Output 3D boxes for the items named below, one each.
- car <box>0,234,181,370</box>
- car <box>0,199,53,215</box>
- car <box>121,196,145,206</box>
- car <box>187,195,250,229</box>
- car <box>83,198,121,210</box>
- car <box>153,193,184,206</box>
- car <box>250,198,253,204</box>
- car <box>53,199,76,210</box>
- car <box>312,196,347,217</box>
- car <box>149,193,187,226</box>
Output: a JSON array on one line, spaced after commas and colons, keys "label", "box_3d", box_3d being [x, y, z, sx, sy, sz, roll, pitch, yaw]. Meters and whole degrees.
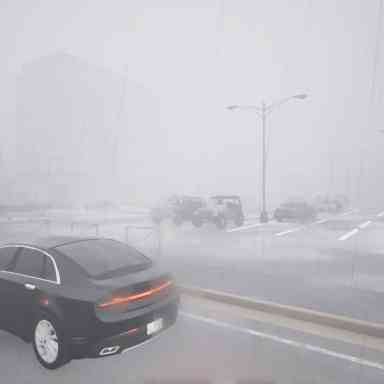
[{"label": "car", "box_3d": [-2.454, 1.505, 5.750, 4.892, 1.490, 1.837, 0, 0, 36]}, {"label": "car", "box_3d": [-17.502, 1.601, 34.752, 1.895, 1.301, 4.718, 0, 0, 34]}, {"label": "car", "box_3d": [-9.548, 1.355, 52.799, 2.097, 1.767, 4.553, 0, 0, 35]}, {"label": "car", "box_3d": [1.704, 1.156, 20.229, 1.905, 1.878, 3.866, 0, 0, 34]}, {"label": "car", "box_3d": [-11.879, 1.525, 43.087, 1.812, 1.442, 4.674, 0, 0, 34]}, {"label": "car", "box_3d": [-3.788, 1.218, 55.081, 2.150, 2.045, 5.566, 0, 0, 33]}, {"label": "car", "box_3d": [9.835, 1.505, 62.475, 1.837, 1.490, 4.892, 0, 0, 34]}, {"label": "car", "box_3d": [-17.176, 1.547, 41.506, 2.033, 1.411, 5.357, 0, 0, 34]}, {"label": "car", "box_3d": [13.749, 1.395, 33.166, 1.970, 1.475, 3.806, 0, 0, 34]}, {"label": "car", "box_3d": [-0.660, 1.153, 21.899, 1.932, 1.855, 4.605, 0, 0, 34]}]
